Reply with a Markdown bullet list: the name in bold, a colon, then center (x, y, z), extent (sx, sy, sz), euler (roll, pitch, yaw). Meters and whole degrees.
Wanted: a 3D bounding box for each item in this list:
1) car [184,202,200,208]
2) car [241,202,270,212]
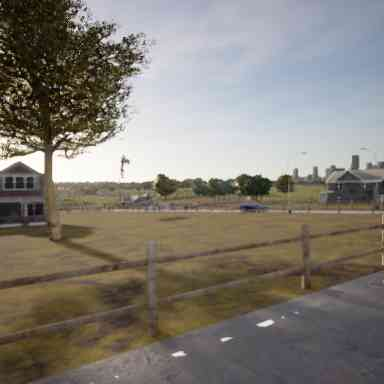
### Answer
- **car**: center (0.216, 2.600, 63.280), extent (1.812, 1.442, 4.674), euler (-1, -2, -35)
- **car**: center (9.486, 2.220, 50.060), extent (1.882, 1.535, 5.008), euler (-1, -2, -35)
